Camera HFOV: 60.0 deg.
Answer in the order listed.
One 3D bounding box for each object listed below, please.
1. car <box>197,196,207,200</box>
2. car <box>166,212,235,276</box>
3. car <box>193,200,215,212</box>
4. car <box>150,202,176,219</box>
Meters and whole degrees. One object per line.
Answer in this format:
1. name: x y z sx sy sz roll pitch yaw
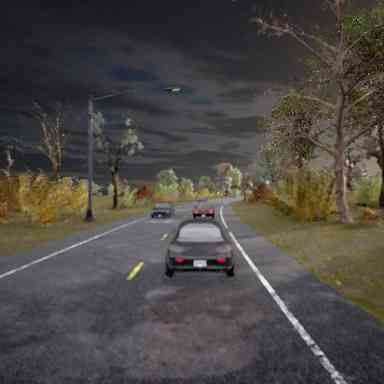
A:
1. car: 2.239 1.682 74.308 1.837 1.490 4.892 0 0 8
2. car: 0.252 1.566 10.357 1.812 1.442 4.674 0 0 1
3. car: 1.126 1.714 30.312 1.895 1.301 4.718 0 0 4
4. car: -2.601 1.663 30.910 2.033 1.411 5.357 0 0 3
